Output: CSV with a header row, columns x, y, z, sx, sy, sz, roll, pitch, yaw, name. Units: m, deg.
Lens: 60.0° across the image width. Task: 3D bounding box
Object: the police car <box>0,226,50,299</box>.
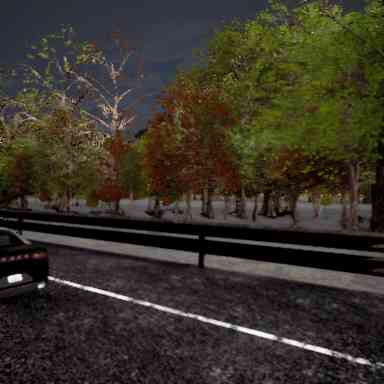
x,y,z,sx,sy,sz,roll,pitch,yaw,name
-5.416,1.418,7.708,5.238,1.638,1.930,0,0,35,police car
